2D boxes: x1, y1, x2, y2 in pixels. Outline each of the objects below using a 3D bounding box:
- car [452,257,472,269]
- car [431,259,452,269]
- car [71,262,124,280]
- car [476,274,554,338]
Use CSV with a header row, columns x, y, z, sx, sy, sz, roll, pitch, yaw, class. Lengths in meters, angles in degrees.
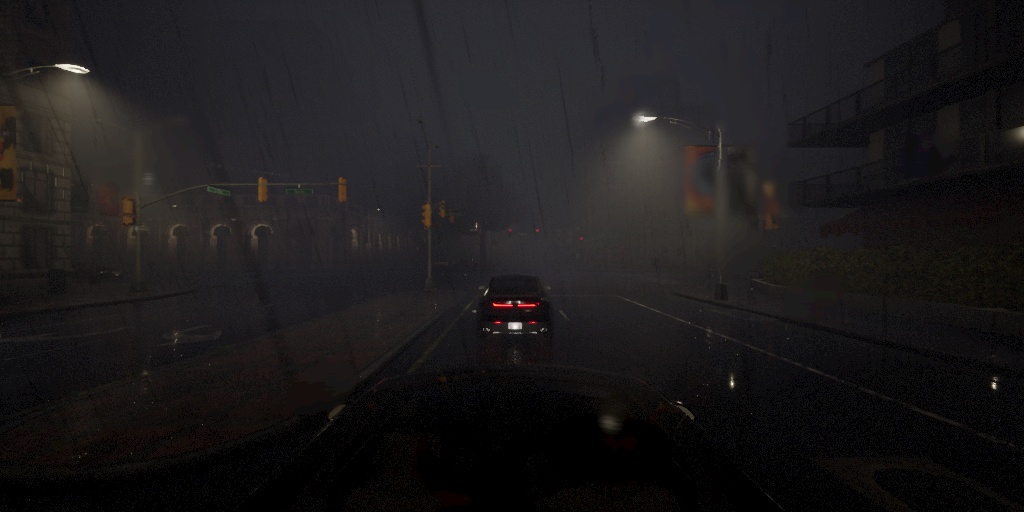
x,y,z,sx,sy,sz,roll,pitch,yaw,class
-8.051,1.276,58.339,1.812,1.442,4.674,0,0,0,car
-11.541,1.276,58.564,1.812,1.442,4.674,0,0,0,car
-33.899,1.241,28.542,4.902,1.511,2.128,0,0,0,car
0.077,1.255,10.142,1.837,1.490,4.892,0,0,0,car
